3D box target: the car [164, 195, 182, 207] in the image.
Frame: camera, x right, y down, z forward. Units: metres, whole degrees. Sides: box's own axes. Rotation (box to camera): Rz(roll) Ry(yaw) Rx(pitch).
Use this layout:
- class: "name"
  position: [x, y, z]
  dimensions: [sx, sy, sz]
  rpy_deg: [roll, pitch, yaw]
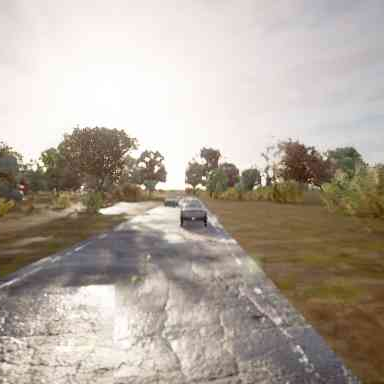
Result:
- class: "car"
  position: [-3.070, 1.339, 50.807]
  dimensions: [2.097, 1.767, 4.553]
  rpy_deg: [0, 0, 0]

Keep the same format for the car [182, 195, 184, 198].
- class: "car"
  position: [-3.006, 1.438, 91.032]
  dimensions: [1.812, 1.442, 4.674]
  rpy_deg: [0, 0, 0]

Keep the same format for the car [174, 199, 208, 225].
- class: "car"
  position: [0.098, 1.495, 23.761]
  dimensions: [2.128, 1.511, 4.902]
  rpy_deg: [0, 0, 0]

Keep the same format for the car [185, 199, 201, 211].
- class: "car"
  position: [0.097, 1.595, 42.622]
  dimensions: [1.895, 1.301, 4.718]
  rpy_deg: [0, 0, 0]
